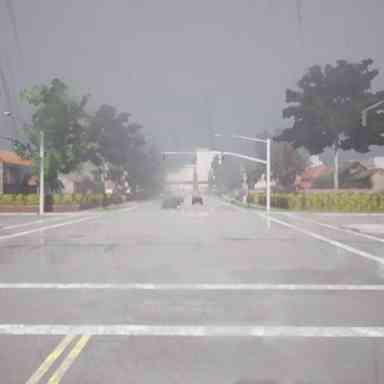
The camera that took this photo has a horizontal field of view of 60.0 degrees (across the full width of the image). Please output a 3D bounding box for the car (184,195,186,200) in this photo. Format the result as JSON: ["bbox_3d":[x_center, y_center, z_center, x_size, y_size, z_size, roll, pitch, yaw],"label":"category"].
[{"bbox_3d":[-2.615,1.508,68.095,2.033,1.411,5.357,0,0,1],"label":"car"}]

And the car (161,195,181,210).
[{"bbox_3d":[-2.857,1.522,43.474,2.033,1.411,5.357,0,0,0],"label":"car"}]

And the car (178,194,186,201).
[{"bbox_3d":[-2.503,1.413,83.146,1.882,1.535,5.008,0,0,0],"label":"car"}]

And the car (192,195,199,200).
[{"bbox_3d":[1.040,1.462,89.560,1.812,1.442,4.674,0,0,0],"label":"car"}]

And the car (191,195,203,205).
[{"bbox_3d":[0.938,1.470,59.434,1.837,1.490,4.892,0,0,0],"label":"car"}]

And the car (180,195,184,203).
[{"bbox_3d":[-2.777,1.473,53.736,1.837,1.490,4.892,0,0,1],"label":"car"}]
